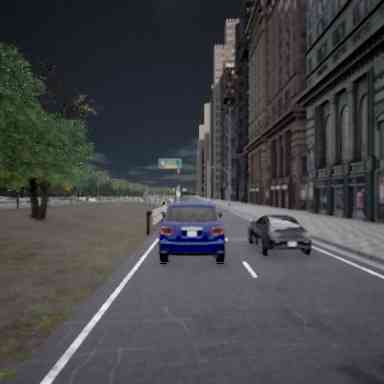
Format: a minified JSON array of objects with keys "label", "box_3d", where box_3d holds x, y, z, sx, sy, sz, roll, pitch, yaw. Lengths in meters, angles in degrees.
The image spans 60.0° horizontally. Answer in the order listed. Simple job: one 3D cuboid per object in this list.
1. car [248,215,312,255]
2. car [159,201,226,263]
[{"label":"car","box_3d":[3.521,1.664,13.902,1.812,1.442,4.674,0,0,0]},{"label":"car","box_3d":[0.010,1.351,12.595,2.150,2.045,5.566,0,0,0]}]
